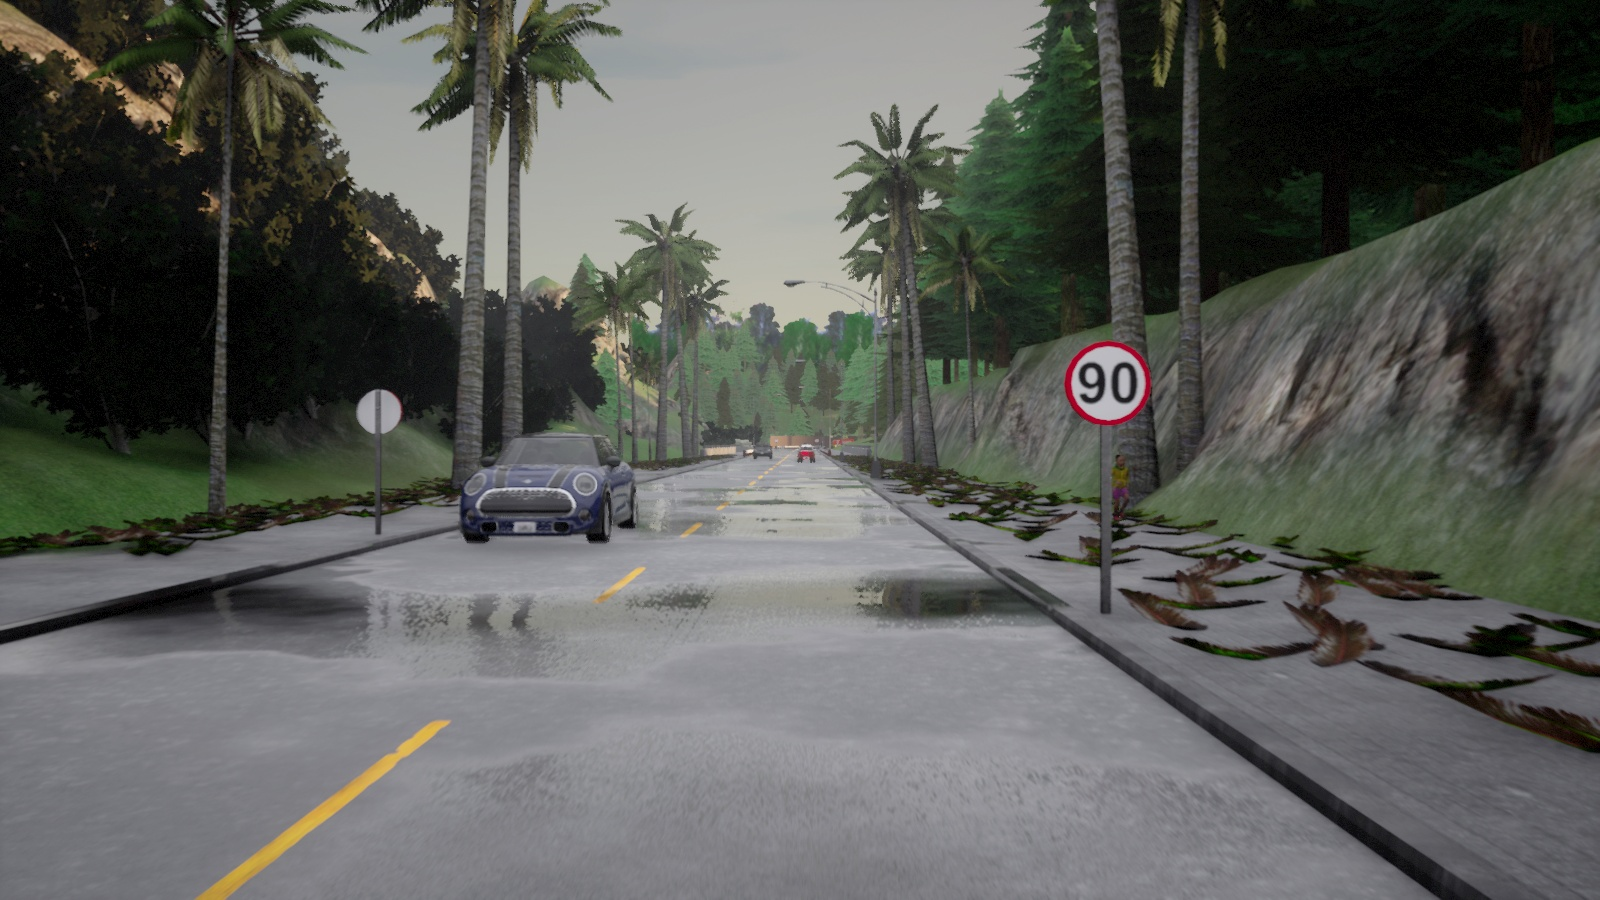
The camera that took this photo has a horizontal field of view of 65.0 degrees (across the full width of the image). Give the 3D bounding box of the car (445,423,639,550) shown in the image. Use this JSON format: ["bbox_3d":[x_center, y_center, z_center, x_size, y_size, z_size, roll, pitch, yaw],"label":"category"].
[{"bbox_3d":[-3.877,0.490,19.748,2.097,1.767,4.553,0,0,0],"label":"car"}]

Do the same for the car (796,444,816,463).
[{"bbox_3d":[0.481,0.262,95.672,1.481,1.376,2.207,0,1,0],"label":"car"}]

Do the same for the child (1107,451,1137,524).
[{"bbox_3d":[5.159,0.591,20.136,0.299,1.160,0.473,0,0,-10],"label":"child"}]
